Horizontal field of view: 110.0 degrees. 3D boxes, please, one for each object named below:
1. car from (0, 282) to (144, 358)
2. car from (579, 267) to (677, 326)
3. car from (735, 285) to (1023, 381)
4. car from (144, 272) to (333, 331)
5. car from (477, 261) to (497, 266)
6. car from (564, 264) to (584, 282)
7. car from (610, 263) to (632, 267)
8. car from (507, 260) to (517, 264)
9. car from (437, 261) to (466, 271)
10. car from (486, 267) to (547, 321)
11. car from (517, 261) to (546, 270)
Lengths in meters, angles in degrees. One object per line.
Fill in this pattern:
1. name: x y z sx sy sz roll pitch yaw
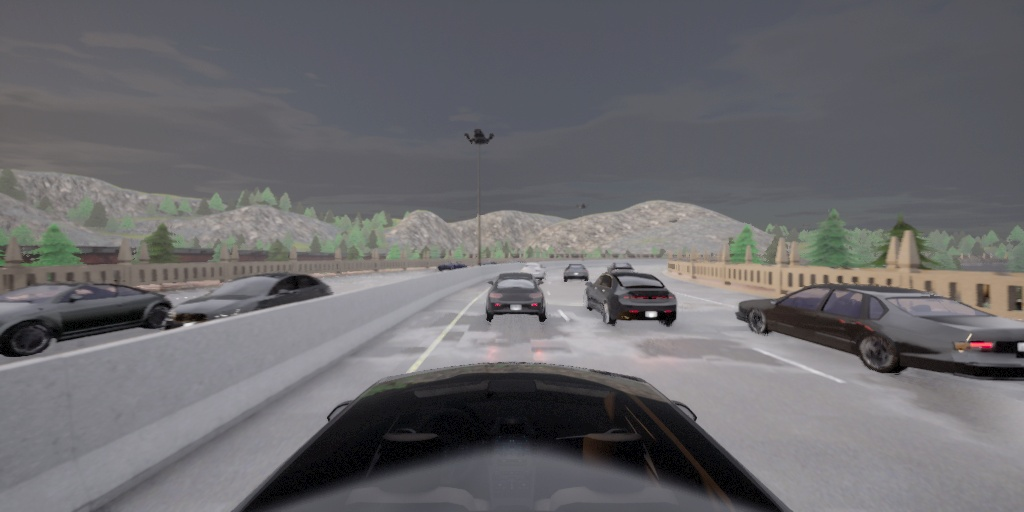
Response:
1. car: -10.540 1.319 8.383 1.994 1.385 4.181 0 0 1
2. car: 3.627 1.263 11.693 1.837 1.490 4.892 0 0 0
3. car: 7.097 1.303 7.444 2.033 1.411 5.357 0 0 0
4. car: -7.033 1.262 10.268 1.837 1.490 4.892 0 0 1
5. car: -3.401 1.354 50.482 1.994 1.385 4.181 0 0 21
6. car: 5.290 1.337 29.485 1.994 1.385 4.181 0 0 10
7. car: 8.682 1.264 28.694 2.128 1.511 4.902 0 0 10
8. car: 0.364 1.337 50.703 2.033 1.411 5.357 0 0 22
9. car: -8.080 1.388 47.958 1.895 1.301 4.718 0 0 20
10. car: 0.134 1.285 12.390 1.812 1.442 4.674 0 0 1
11. car: 1.813 1.299 30.014 1.812 1.442 4.674 0 0 10
